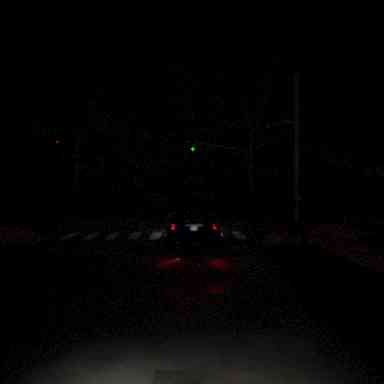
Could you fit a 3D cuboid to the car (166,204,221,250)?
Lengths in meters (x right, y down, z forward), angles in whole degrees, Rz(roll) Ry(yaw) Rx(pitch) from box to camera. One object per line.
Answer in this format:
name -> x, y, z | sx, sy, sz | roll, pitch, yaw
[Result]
car -> 0.020, 1.373, 14.474 | 2.097, 1.767, 4.553 | 0, 0, -2
